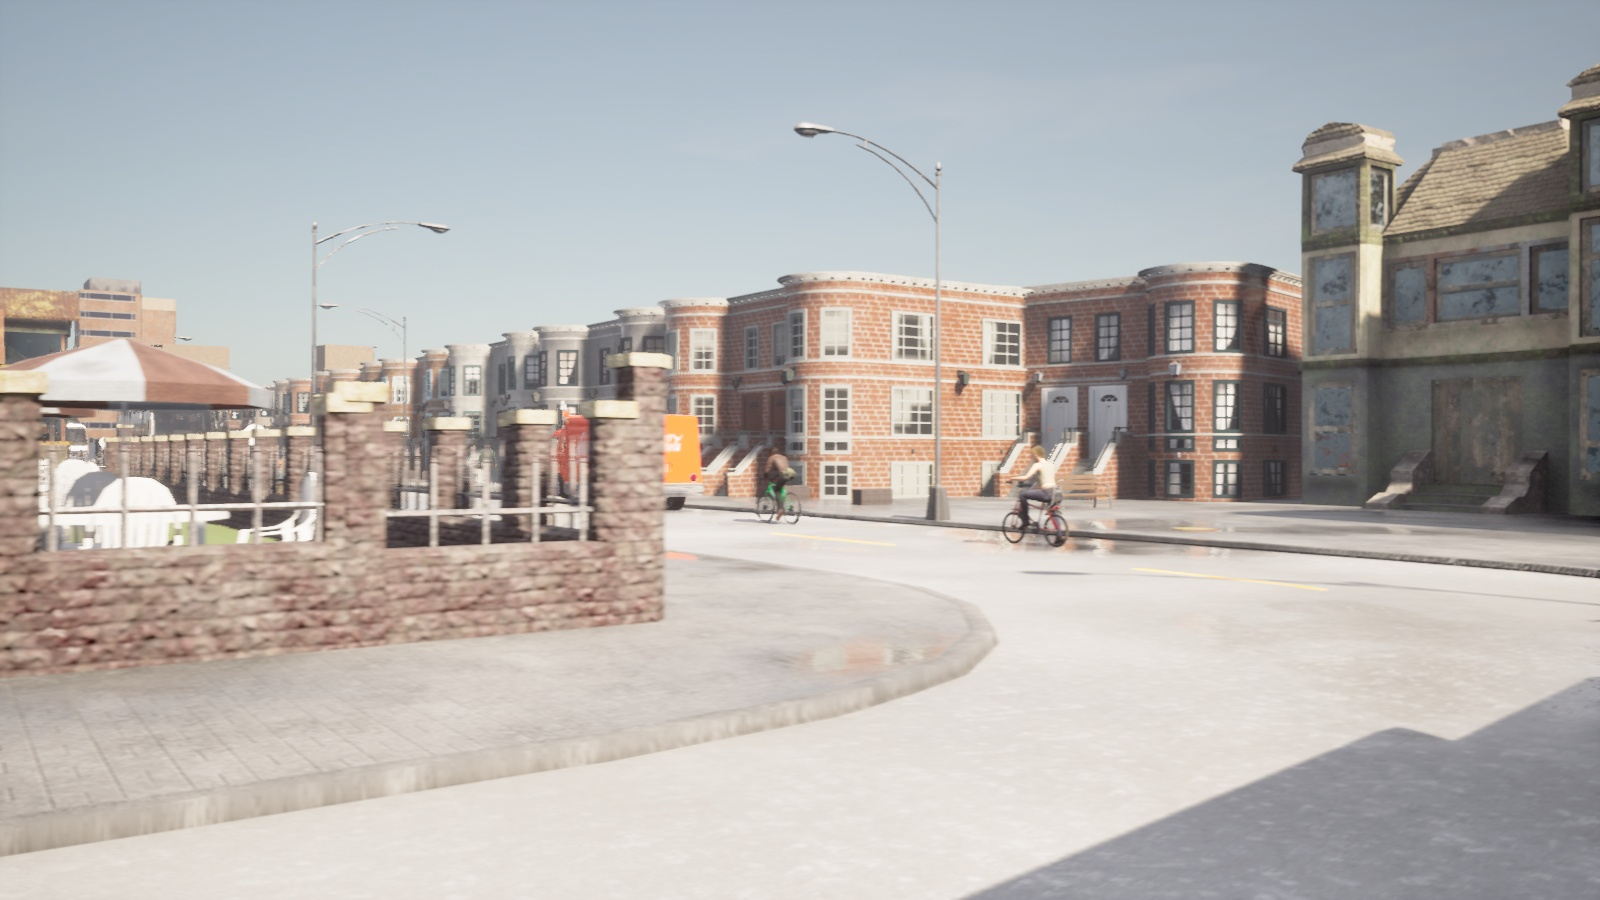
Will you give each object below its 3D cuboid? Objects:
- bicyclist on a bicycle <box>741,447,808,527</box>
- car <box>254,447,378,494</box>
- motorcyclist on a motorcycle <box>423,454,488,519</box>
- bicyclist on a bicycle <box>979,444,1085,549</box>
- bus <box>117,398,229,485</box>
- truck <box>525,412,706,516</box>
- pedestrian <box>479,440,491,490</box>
[{"bbox_3d":[-0.542,0.764,26.428,0.582,1.620,1.656,0,-1,-35],"label":"bicyclist on a bicycle"},{"bbox_3d":[-18.963,0.765,49.453,2.097,1.767,4.553,0,0,19],"label":"car"},{"bbox_3d":[-8.472,0.873,30.840,0.866,1.530,2.191,0,0,-35],"label":"motorcyclist on a motorcycle"},{"bbox_3d":[3.726,0.723,20.227,0.866,1.612,1.509,0,0,-34],"label":"bicyclist on a bicycle"},{"bbox_3d":[-33.669,-0.396,67.163,3.944,4.253,10.273,0,0,-34],"label":"bus"},{"bbox_3d":[-4.894,0.349,32.694,2.627,2.467,5.204,0,0,-35],"label":"truck"},{"bbox_3d":[-12.379,0.602,49.390,0.423,1.949,0.788,0,0,-12],"label":"pedestrian"}]
